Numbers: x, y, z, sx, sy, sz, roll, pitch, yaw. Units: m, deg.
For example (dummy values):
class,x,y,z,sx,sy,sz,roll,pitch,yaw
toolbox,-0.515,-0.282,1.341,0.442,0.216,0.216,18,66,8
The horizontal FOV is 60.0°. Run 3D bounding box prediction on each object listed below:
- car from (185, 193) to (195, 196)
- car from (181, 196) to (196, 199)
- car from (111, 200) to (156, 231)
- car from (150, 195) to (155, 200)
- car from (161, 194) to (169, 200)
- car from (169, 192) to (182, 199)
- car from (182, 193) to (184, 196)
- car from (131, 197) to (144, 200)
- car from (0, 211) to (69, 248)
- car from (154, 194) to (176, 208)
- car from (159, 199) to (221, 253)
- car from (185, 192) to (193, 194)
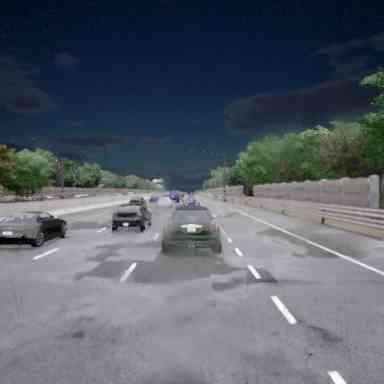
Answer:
class,x,y,z,sx,sy,sz,roll,pitch,yaw
car,-0.081,1.417,65.081,1.895,1.301,4.718,0,0,0
car,-0.052,1.493,41.695,1.895,1.301,4.718,0,0,0
car,-3.524,1.469,20.100,1.837,1.490,4.892,0,0,0
car,-7.079,1.293,65.085,1.882,1.535,5.008,0,0,0
car,-7.105,1.257,87.231,1.837,1.490,4.892,0,0,0
car,-3.579,1.037,65.137,2.150,2.045,5.566,0,0,0
car,-3.603,1.358,85.246,1.895,1.301,4.718,0,0,0
car,-7.054,1.391,43.483,1.837,1.490,4.892,0,0,0
car,-7.018,1.538,14.683,1.994,1.385,4.181,0,0,0
car,-3.554,1.408,44.381,1.812,1.442,4.674,0,0,0
car,-0.019,1.329,13.741,2.097,1.767,4.553,0,0,0
car,-0.101,1.293,83.231,2.128,1.511,4.902,0,0,0
